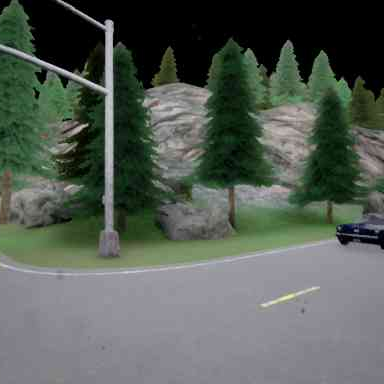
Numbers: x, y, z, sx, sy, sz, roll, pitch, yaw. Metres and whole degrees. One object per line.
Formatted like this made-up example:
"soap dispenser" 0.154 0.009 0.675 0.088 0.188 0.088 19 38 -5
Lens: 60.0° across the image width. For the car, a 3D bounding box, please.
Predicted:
"car" 8.198 1.610 14.516 4.718 1.301 1.895 0 0 -39
